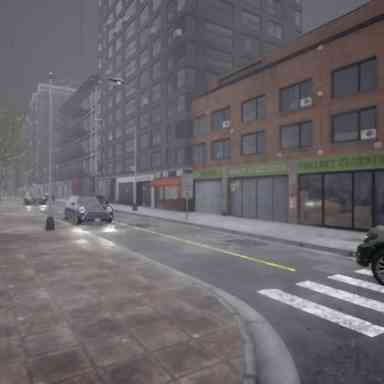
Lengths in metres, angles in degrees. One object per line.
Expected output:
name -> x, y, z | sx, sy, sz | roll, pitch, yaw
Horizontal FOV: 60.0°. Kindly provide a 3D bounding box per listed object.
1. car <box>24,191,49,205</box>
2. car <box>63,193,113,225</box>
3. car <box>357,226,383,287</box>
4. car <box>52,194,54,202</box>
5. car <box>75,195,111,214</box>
car -> -19.585, 0.707, 41.366 | 2.097, 1.767, 4.553 | 0, 0, -32
car -> -6.571, 0.988, 20.878 | 2.097, 1.767, 4.553 | 0, 1, -33
car -> 6.209, 1.182, 6.412 | 2.150, 2.045, 5.566 | 0, 1, -32
car -> -22.548, 0.813, 51.287 | 1.882, 1.535, 5.008 | 0, -1, -32
car -> -9.082, 1.025, 30.266 | 1.837, 1.490, 4.892 | 0, 1, -33
